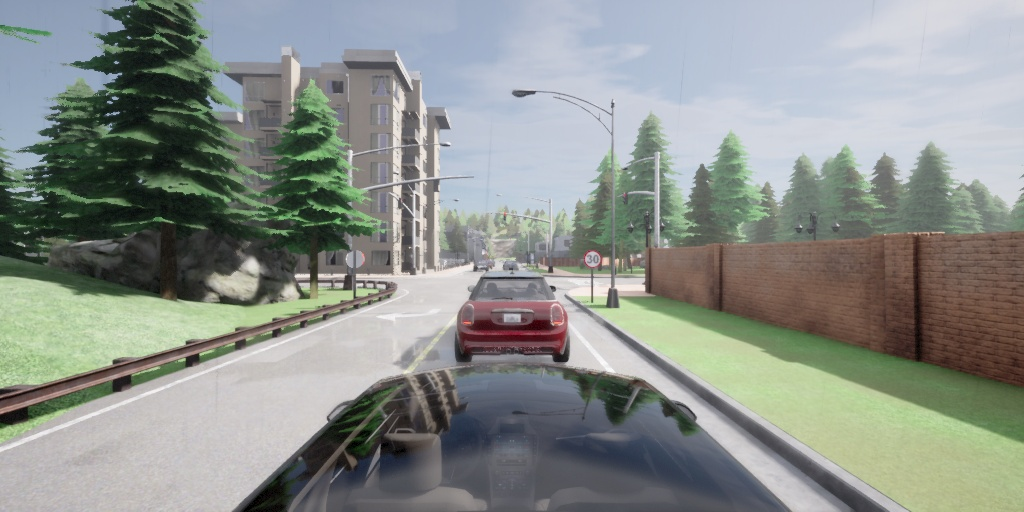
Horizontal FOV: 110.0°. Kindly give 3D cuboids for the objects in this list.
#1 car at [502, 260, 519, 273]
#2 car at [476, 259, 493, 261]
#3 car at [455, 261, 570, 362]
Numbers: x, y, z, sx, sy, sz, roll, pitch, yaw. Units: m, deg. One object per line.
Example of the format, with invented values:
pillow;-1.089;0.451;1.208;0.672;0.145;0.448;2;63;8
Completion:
car;-0.226;1.297;45.444;2.033;1.411;5.357;0;0;-1
car;-3.982;1.241;46.675;2.128;1.511;4.902;0;0;-1
car;0.005;1.102;8.354;2.097;1.767;4.553;0;0;0
